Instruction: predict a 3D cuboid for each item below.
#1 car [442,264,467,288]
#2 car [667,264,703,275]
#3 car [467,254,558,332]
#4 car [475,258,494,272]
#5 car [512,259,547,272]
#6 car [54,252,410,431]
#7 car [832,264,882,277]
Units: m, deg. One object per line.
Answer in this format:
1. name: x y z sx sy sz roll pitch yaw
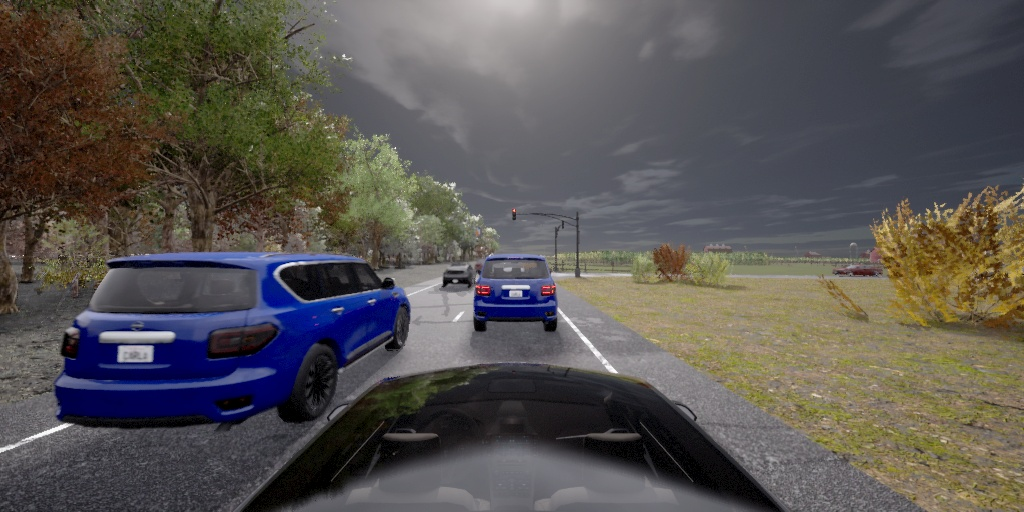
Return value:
1. car: -3.434 1.260 24.100 1.837 1.490 4.892 0 0 0
2. car: 21.111 1.602 43.470 4.181 1.385 1.994 1 -1 0
3. car: 0.089 0.974 11.054 2.150 2.045 5.566 0 0 0
4. car: -3.467 1.108 45.671 2.097 1.767 4.553 0 0 0
5. car: 2.352 1.258 49.161 1.882 1.535 5.008 -1 2 -39
6. car: -3.404 0.973 5.918 2.150 2.045 5.566 0 0 0
7. car: 41.689 1.741 43.393 5.008 1.535 1.882 1 -1 0
